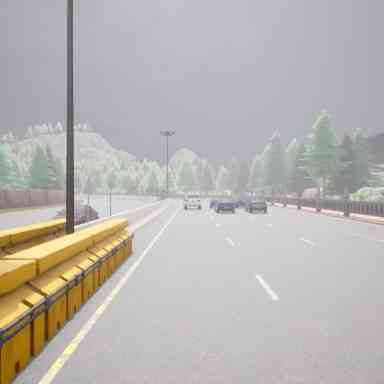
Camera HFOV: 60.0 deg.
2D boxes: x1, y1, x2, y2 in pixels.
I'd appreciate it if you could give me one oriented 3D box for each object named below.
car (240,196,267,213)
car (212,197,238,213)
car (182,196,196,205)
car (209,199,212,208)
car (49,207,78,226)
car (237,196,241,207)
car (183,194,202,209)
[{"bbox_3d":[7.073,1.491,37.052,2.128,1.511,4.902,0,0,0],"label":"car"},{"bbox_3d":[3.605,1.478,37.013,1.882,1.535,5.008,0,0,0],"label":"car"},{"bbox_3d":[-0.529,1.491,58.742,2.128,1.511,4.902,0,0,-5],"label":"car"},{"bbox_3d":[3.523,1.478,47.485,1.882,1.535,5.008,0,0,0],"label":"car"},{"bbox_3d":[-7.079,1.526,20.407,1.812,1.442,4.674,0,0,0],"label":"car"},{"bbox_3d":[7.015,1.352,46.952,2.097,1.767,4.553,0,0,0],"label":"car"},{"bbox_3d":[0.097,1.221,44.301,2.150,2.045,5.566,0,0,0],"label":"car"}]
